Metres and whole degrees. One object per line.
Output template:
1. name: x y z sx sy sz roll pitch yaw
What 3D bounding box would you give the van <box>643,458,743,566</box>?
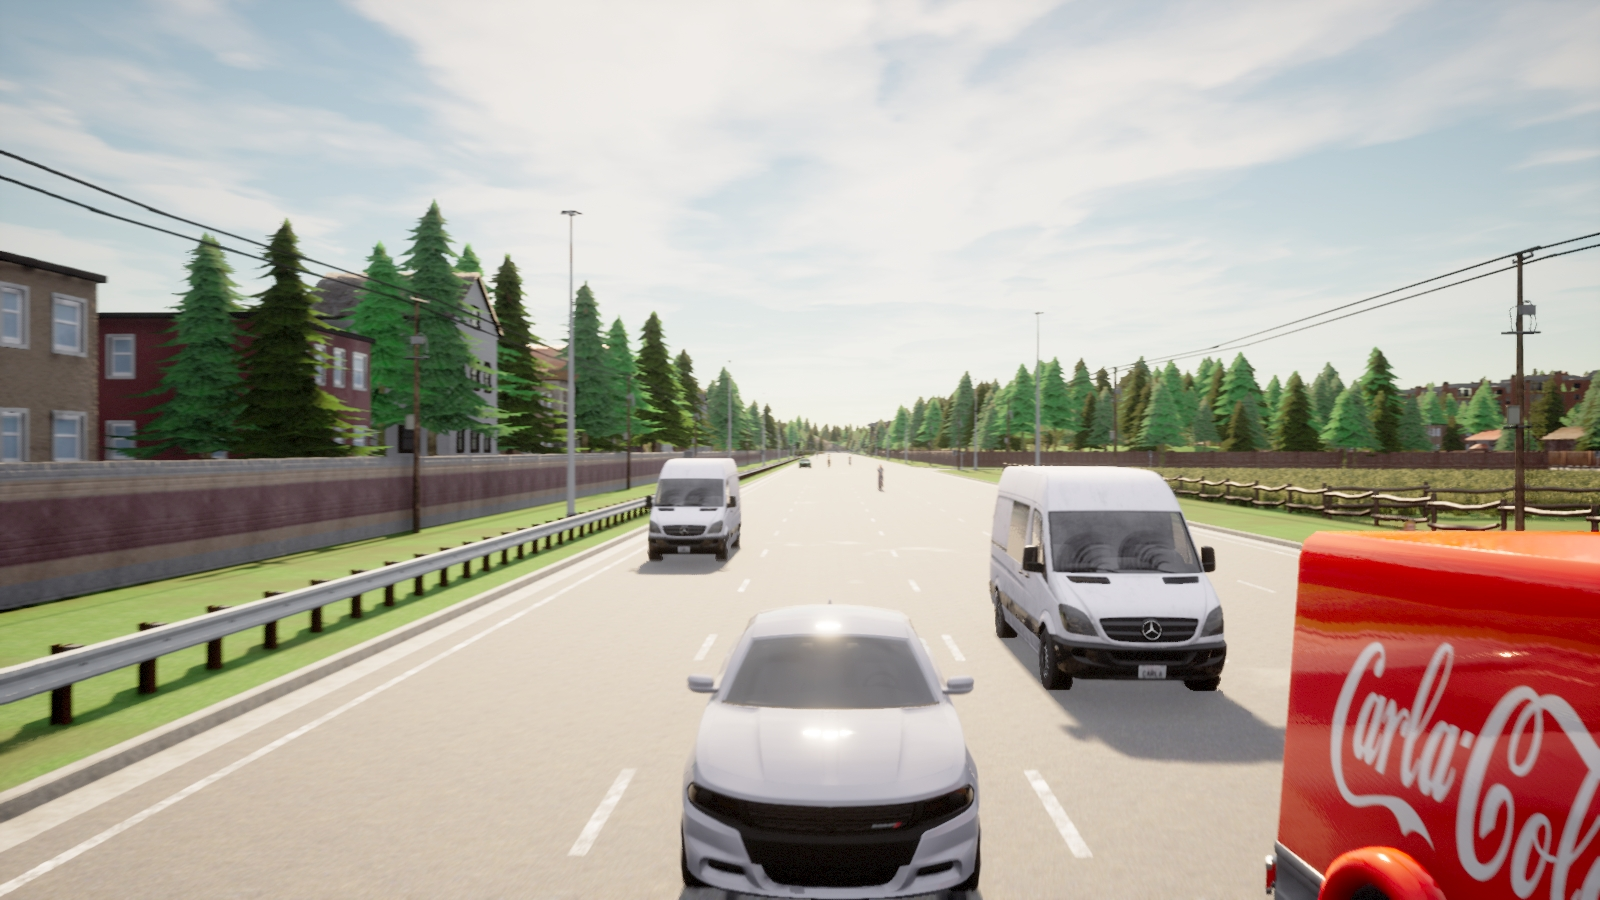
1. van: -2.729 1.516 30.491 1.988 2.561 5.915 0 0 1

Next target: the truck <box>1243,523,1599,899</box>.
1. truck: 3.653 1.584 3.613 2.627 2.467 5.204 0 -1 2

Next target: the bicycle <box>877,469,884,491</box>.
1. bicycle: 5.458 2.021 77.299 0.373 1.496 1.643 0 0 2

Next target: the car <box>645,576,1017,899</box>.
1. car: 0.235 2.029 8.951 2.097 1.535 5.006 0 0 1

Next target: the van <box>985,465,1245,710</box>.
1. van: 3.893 1.529 15.341 1.988 2.561 5.915 0 0 1
